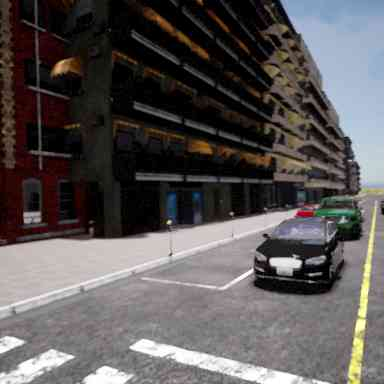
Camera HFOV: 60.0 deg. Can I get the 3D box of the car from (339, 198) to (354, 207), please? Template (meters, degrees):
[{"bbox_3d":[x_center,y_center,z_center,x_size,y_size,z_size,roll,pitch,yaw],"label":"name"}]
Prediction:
[{"bbox_3d":[25.735,1.736,55.219,1.887,1.381,4.507,-3,-1,29],"label":"car"}]

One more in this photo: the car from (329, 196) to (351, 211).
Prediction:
[{"bbox_3d":[20.201,1.495,45.333,2.192,1.841,5.009,-3,-1,29],"label":"car"}]

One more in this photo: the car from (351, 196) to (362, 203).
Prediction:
[{"bbox_3d":[39.551,1.774,79.945,1.947,1.339,4.313,-3,-1,29],"label":"car"}]

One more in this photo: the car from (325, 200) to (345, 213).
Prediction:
[{"bbox_3d":[17.362,1.698,40.235,1.752,1.417,4.829,-3,-1,29],"label":"car"}]

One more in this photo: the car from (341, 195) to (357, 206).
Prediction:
[{"bbox_3d":[28.490,1.511,60.167,2.192,1.841,5.009,-3,-1,29],"label":"car"}]

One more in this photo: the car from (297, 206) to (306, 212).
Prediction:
[{"bbox_3d":[9.158,1.697,25.548,1.887,1.381,4.507,-3,-1,29],"label":"car"}]

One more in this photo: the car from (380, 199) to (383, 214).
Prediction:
[{"bbox_3d":[20.947,1.599,34.754,1.994,1.385,4.181,-2,-1,29],"label":"car"}]

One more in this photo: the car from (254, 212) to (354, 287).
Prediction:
[{"bbox_3d":[3.302,1.560,9.737,2.128,1.511,4.902,-2,-1,29],"label":"car"}]

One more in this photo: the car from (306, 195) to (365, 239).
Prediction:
[{"bbox_3d":[8.111,1.305,18.353,2.150,2.045,5.566,-2,-1,29],"label":"car"}]
